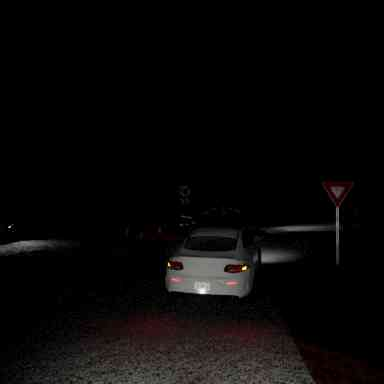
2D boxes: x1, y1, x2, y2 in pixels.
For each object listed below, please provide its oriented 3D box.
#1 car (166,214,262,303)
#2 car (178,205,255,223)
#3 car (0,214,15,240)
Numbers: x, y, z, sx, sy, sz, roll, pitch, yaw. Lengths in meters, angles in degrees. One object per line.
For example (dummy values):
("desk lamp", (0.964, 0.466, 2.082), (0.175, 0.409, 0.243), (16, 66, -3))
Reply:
("car", (0.695, 1.526, 8.225), (1.812, 1.442, 4.674), (0, 0, 13))
("car", (1.602, 1.492, 18.400), (4.902, 1.511, 2.128), (0, 0, -27))
("car", (-10.322, 1.505, 16.071), (4.892, 1.490, 1.837), (0, 0, 40))
